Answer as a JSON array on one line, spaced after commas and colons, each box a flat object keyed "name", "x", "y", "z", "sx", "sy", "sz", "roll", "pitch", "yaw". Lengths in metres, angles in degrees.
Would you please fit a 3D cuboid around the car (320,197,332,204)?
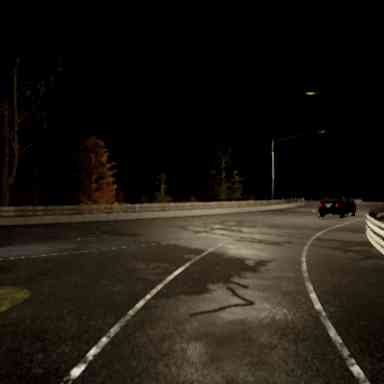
[{"name": "car", "x": 30.475, "y": 1.857, "z": 75.911, "sx": 2.128, "sy": 1.511, "sz": 4.902, "roll": 0, "pitch": 0, "yaw": 16}]

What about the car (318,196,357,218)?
[{"name": "car", "x": 13.942, "y": 1.365, "z": 31.763, "sx": 2.150, "sy": 2.045, "sz": 5.566, "roll": 0, "pitch": 0, "yaw": 41}]
